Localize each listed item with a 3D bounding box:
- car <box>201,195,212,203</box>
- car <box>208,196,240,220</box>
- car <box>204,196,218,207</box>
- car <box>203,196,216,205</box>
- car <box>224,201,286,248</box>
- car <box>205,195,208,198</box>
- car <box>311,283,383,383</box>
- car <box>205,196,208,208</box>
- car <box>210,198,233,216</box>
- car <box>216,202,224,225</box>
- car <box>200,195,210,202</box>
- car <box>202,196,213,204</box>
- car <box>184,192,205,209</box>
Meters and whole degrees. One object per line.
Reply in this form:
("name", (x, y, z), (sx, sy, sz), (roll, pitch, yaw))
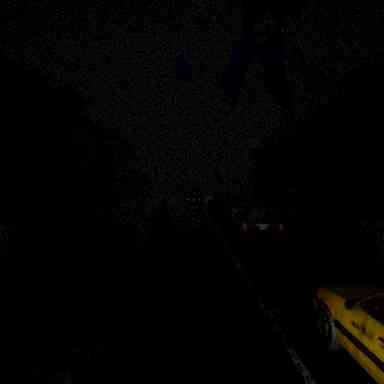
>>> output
("car", (2.812, 1.335, 65.517), (1.947, 1.339, 4.313), (0, 0, 0))
("car", (2.710, 1.196, 25.795), (2.192, 1.841, 5.009), (0, 0, 0))
("car", (2.768, 1.333, 48.664), (1.752, 1.417, 4.829), (0, 0, 0))
("car", (2.783, 1.338, 54.168), (1.887, 1.381, 4.507), (0, 0, 0))
("car", (2.679, 1.369, 14.447), (1.967, 1.590, 4.097), (0, 0, 0))
("car", (2.753, 1.406, 42.820), (1.802, 1.307, 4.206), (0, 0, 0))
("car", (2.649, 1.508, 3.269), (1.752, 1.417, 4.829), (0, 0, 0))
("car", (2.738, 1.423, 37.145), (1.802, 1.307, 4.206), (0, 0, 0))
("car", (2.724, 1.385, 31.641), (1.752, 1.417, 4.829), (0, 0, 0))
("car", (2.693, 1.486, 20.122), (1.802, 1.307, 4.206), (0, 0, 0))
("car", (2.827, 1.311, 71.192), (2.008, 1.369, 4.403), (0, 0, 0))
("car", (2.798, 1.362, 59.843), (1.802, 1.307, 4.206), (0, 0, 0))
("car", (0.211, 1.045, 42.873), (2.150, 2.045, 5.566), (0, 0, 0))
